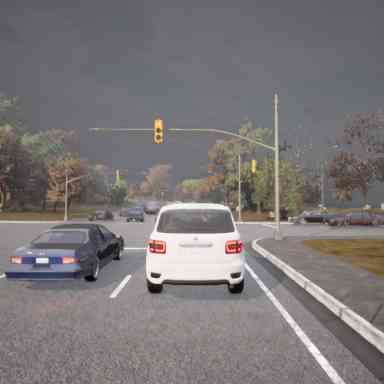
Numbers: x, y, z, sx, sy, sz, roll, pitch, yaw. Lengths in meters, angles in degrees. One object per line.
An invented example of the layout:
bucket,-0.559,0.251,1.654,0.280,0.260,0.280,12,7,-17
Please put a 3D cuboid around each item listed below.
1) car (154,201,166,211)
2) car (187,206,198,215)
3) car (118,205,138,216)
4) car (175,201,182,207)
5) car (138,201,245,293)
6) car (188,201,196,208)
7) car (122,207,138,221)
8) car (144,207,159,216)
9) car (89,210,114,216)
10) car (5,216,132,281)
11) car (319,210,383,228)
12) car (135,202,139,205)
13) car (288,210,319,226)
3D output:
car,-6.995,3.093,73.972,2.150,2.045,5.566,0,0,0
car,0.105,3.385,61.350,1.837,1.490,4.892,0,0,0
car,-10.584,3.278,53.899,1.837,1.490,4.892,0,-1,0
car,-3.588,3.113,87.496,1.882,1.535,5.008,0,0,-3
car,0.084,1.322,9.232,2.150,2.045,5.566,0,-1,0
car,-0.111,3.307,87.849,1.837,1.490,4.892,0,0,-3
car,-6.684,2.848,39.334,2.033,1.411,5.357,0,-3,-6
car,-7.077,3.449,58.588,1.895,1.301,4.718,0,-1,0
car,-11.101,2.932,40.915,1.994,1.385,4.181,0,-2,7
car,-3.417,1.666,10.086,2.033,1.411,5.357,0,-1,0
car,14.449,2.396,29.251,5.357,1.411,2.033,0,-3,-2
car,-10.495,3.114,69.302,2.150,2.045,5.566,0,0,0
car,11.997,2.493,32.703,4.902,1.511,2.128,0,-3,-1
